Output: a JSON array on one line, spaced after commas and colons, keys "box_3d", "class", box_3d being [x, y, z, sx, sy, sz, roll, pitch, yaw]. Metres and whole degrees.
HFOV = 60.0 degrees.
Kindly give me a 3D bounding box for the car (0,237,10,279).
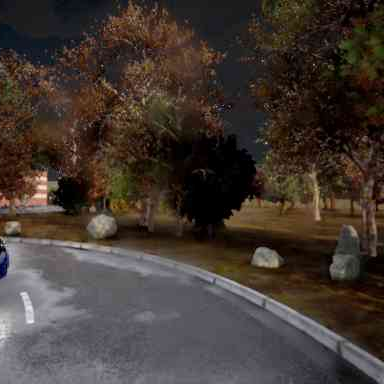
[{"box_3d": [-6.792, 1.278, 8.483, 5.566, 2.045, 2.150, -1, -2, 39], "class": "car"}]
